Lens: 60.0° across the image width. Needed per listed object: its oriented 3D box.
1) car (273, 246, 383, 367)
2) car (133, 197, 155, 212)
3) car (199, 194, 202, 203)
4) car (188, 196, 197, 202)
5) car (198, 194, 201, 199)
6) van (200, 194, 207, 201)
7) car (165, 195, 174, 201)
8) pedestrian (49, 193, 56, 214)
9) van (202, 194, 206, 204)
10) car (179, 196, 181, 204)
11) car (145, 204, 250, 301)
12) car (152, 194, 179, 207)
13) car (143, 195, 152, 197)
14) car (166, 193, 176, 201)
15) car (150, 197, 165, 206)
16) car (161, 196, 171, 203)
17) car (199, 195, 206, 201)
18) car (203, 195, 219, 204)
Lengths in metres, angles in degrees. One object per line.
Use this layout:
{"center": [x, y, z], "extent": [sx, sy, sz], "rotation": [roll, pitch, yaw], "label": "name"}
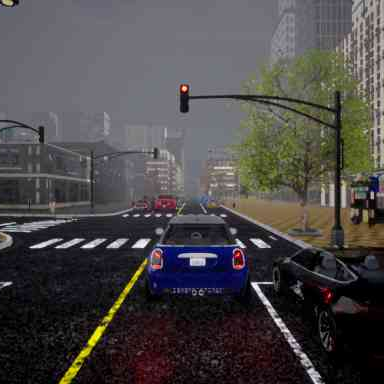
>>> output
{"center": [2.700, 1.566, 5.795], "extent": [1.947, 1.339, 4.313], "rotation": [0, 0, 0], "label": "car"}
{"center": [-5.644, 1.585, 38.280], "extent": [1.802, 1.307, 4.206], "rotation": [0, 0, 0], "label": "car"}
{"center": [2.760, 1.556, 60.477], "extent": [2.008, 1.369, 4.403], "rotation": [0, 0, 0], "label": "car"}
{"center": [0.097, 1.548, 73.048], "extent": [2.033, 1.411, 5.357], "rotation": [0, 0, 0], "label": "car"}
{"center": [2.773, 1.572, 71.579], "extent": [1.947, 1.339, 4.313], "rotation": [0, 0, 0], "label": "car"}
{"center": [2.787, 1.349, 82.681], "extent": [1.690, 1.788, 3.998], "rotation": [0, 0, 0], "label": "van"}
{"center": [-5.595, 1.559, 82.688], "extent": [2.008, 1.369, 4.403], "rotation": [0, 0, 0], "label": "car"}
{"center": [-12.716, 1.039, 30.292], "extent": [0.375, 1.860, 0.375], "rotation": [0, -1, -1], "label": "pedestrian"}
{"center": [2.749, 1.345, 49.375], "extent": [1.690, 1.788, 3.998], "rotation": [0, 0, 0], "label": "van"}
{"center": [-3.034, 1.529, 49.507], "extent": [1.812, 1.442, 4.674], "rotation": [0, 0, 0], "label": "car"}
{"center": [0.110, 1.353, 8.462], "extent": [2.097, 1.767, 4.553], "rotation": [0, 0, 0], "label": "car"}
{"center": [-3.046, 1.225, 39.320], "extent": [2.150, 2.045, 5.566], "rotation": [0, 0, 0], "label": "car"}
{"center": [-5.637, 1.318, 43.831], "extent": [2.192, 1.841, 5.009], "rotation": [0, 0, 0], "label": "car"}
{"center": [-5.588, 1.324, 88.239], "extent": [2.192, 1.841, 5.009], "rotation": [0, 0, 0], "label": "car"}
{"center": [-5.626, 1.555, 54.933], "extent": [2.008, 1.369, 4.403], "rotation": [0, 0, 0], "label": "car"}
{"center": [-5.608, 1.532, 71.416], "extent": [1.752, 1.417, 4.829], "rotation": [0, 0, 0], "label": "car"}
{"center": [2.792, 1.534, 88.402], "extent": [1.752, 1.417, 4.829], "rotation": [0, 0, 0], "label": "car"}
{"center": [2.742, 1.528, 43.994], "extent": [1.752, 1.417, 4.829], "rotation": [0, 0, 0], "label": "car"}
